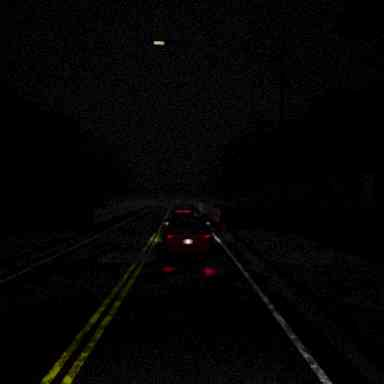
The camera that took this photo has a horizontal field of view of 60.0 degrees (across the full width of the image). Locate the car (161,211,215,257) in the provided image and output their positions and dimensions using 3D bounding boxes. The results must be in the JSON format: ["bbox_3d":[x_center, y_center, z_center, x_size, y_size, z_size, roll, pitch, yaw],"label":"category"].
[{"bbox_3d":[-0.177,1.694,13.487,1.994,1.385,4.181,0,0,-1],"label":"car"}]

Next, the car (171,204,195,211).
[{"bbox_3d":[-0.784,1.767,28.594,2.128,1.511,4.902,0,0,-2],"label":"car"}]
